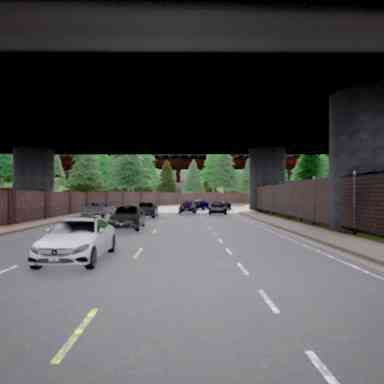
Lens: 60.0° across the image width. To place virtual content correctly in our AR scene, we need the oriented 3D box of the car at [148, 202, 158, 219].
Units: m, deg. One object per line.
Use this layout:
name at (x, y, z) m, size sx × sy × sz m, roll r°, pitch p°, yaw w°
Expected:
car at (-4.306, 1.703, 31.805) m, size 1.837 × 1.490 × 4.892 m, roll 0°, pitch 0°, yaw 0°

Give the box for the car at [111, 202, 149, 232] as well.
car at (-4.117, 1.639, 21.463) m, size 1.837 × 1.490 × 4.892 m, roll 0°, pitch 0°, yaw -1°

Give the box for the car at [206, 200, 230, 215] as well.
car at (2.876, 1.793, 36.986) m, size 1.994 × 1.385 × 4.181 m, roll 0°, pitch 0°, yaw 4°

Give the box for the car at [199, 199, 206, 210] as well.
car at (1.201, 1.777, 48.278) m, size 1.882 × 1.535 × 5.008 m, roll 0°, pitch 0°, yaw 15°

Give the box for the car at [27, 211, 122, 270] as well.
car at (-3.864, 1.598, 11.483) m, size 1.812 × 1.442 × 4.674 m, roll 0°, pitch 0°, yaw -1°

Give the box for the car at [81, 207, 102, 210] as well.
car at (-7.686, 1.420, 27.274) m, size 1.895 × 1.301 × 4.718 m, roll 0°, pitch 0°, yaw -2°

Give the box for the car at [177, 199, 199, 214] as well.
car at (-0.473, 1.765, 38.613) m, size 1.812 × 1.442 × 4.674 m, roll 0°, pitch 0°, yaw 4°
